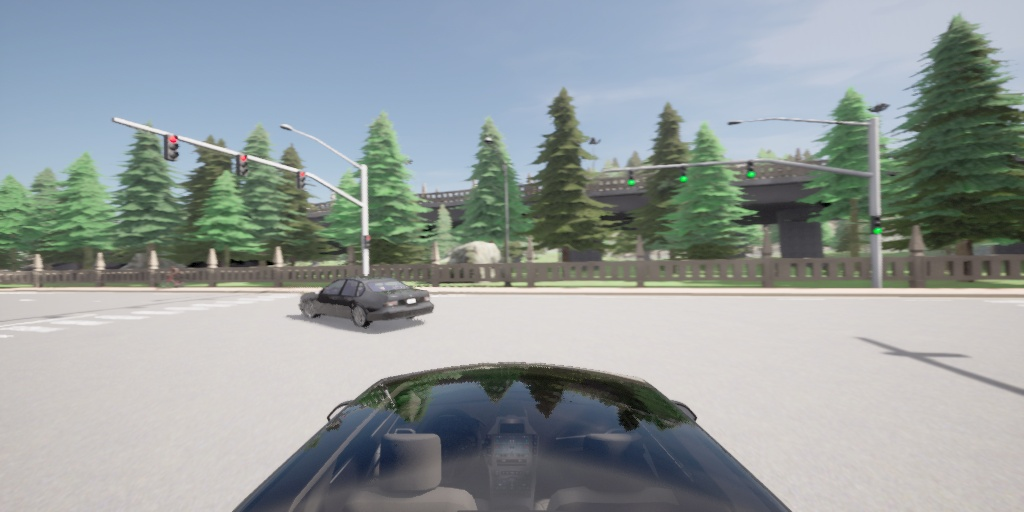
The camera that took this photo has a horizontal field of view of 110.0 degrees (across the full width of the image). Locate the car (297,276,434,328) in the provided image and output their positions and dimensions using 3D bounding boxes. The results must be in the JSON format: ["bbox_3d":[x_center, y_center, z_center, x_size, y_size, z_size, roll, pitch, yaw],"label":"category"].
[{"bbox_3d":[-4.902,1.366,11.689,5.357,1.411,2.033,-1,0,36],"label":"car"}]

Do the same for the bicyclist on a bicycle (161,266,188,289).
[{"bbox_3d":[-23.895,1.519,25.416,0.582,1.620,1.656,-1,0,14],"label":"bicyclist on a bicycle"}]
